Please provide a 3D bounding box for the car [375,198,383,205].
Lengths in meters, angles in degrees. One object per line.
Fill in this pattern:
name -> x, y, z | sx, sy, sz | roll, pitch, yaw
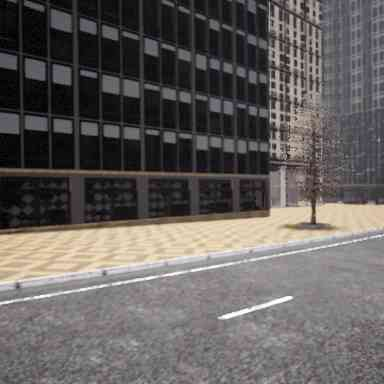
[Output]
car -> 33.288, 1.643, 56.025 | 1.947, 1.339, 4.313 | 0, 1, -39

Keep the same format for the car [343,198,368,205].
car -> 29.754, 1.625, 60.479 | 1.802, 1.307, 4.206 | 0, 1, -39

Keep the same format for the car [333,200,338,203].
car -> 26.253, 1.574, 64.956 | 1.947, 1.339, 4.313 | 0, 1, -39
